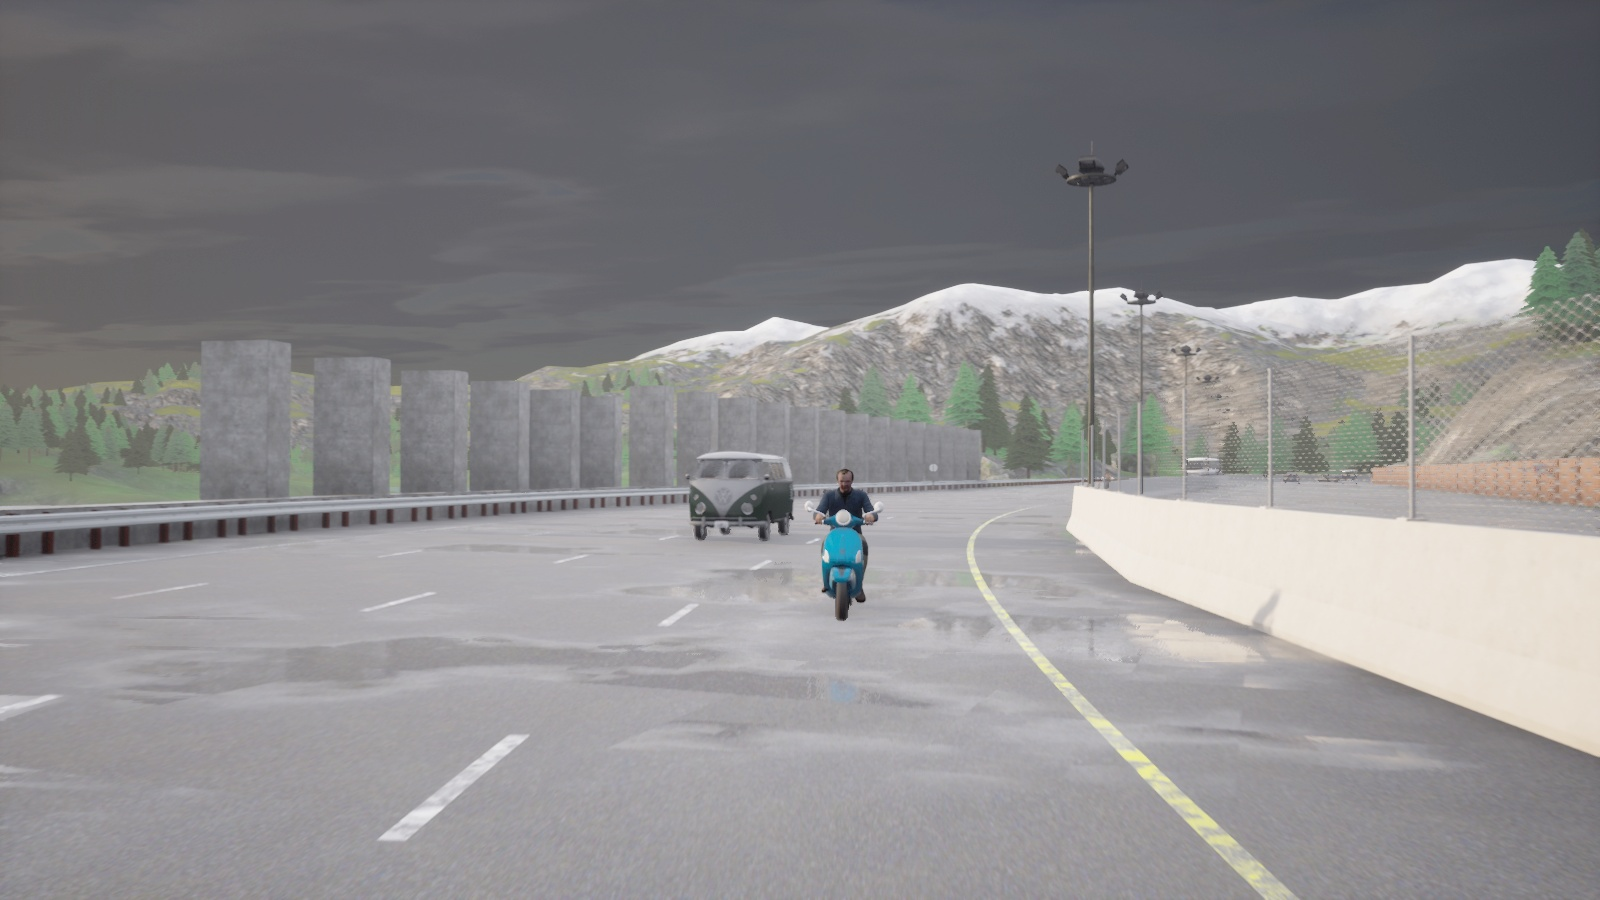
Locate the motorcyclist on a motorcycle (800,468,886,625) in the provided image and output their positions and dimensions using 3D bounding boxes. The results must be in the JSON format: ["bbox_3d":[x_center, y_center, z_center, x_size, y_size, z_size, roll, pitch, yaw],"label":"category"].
[{"bbox_3d":[0.496,0.996,13.745,0.866,1.590,1.817,0,-1,4],"label":"motorcyclist on a motorcycle"}]

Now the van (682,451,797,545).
[{"bbox_3d":[-1.308,1.057,28.973,1.775,1.987,4.442,-1,-1,9],"label":"van"}]
